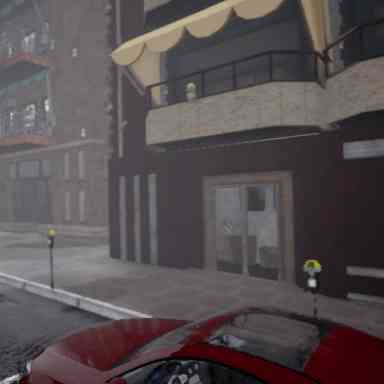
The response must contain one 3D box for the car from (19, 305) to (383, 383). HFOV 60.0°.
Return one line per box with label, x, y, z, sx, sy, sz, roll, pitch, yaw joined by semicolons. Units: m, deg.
car;0.376;1.582;2.477;4.206;1.307;1.802;0;-1;36
